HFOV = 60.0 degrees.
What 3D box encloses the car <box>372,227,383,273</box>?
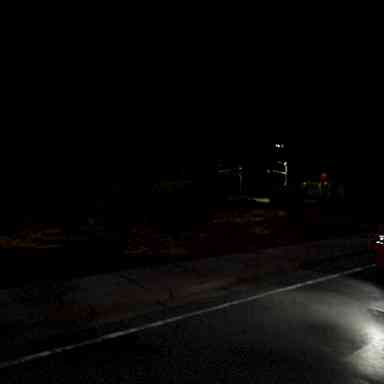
[{"bbox_3d":[7.212,1.153,9.136,5.566,2.045,2.150,0,1,-36],"label":"car"}]
